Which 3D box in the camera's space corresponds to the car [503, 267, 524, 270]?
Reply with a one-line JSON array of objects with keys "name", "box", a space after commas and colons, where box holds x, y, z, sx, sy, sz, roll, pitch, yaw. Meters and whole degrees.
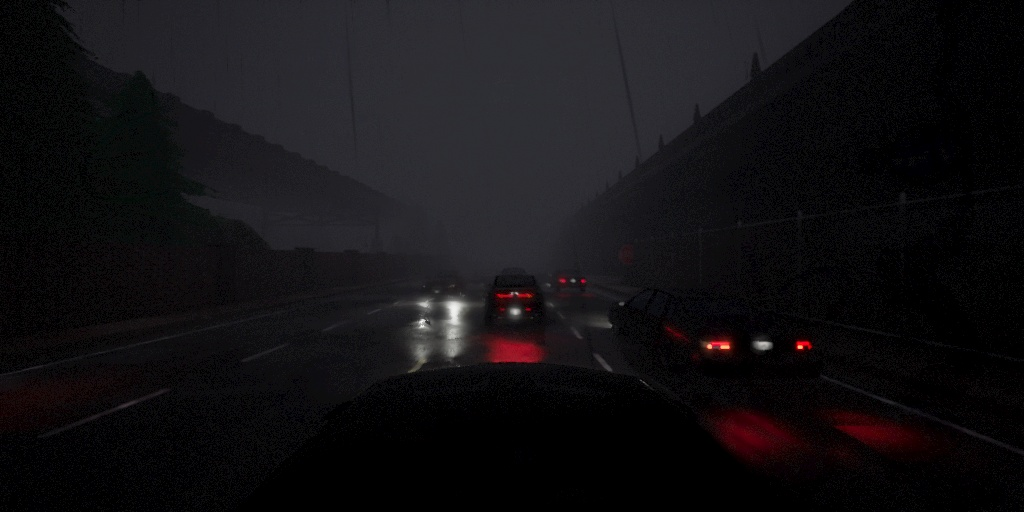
[{"name": "car", "box": [0.098, 1.447, 22.980, 1.882, 1.535, 5.008, 0, -1, 0]}]

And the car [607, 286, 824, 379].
[{"name": "car", "box": [3.591, 1.358, 7.639, 2.033, 1.411, 5.357, 0, -1, 0]}]

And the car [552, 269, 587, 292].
[{"name": "car", "box": [3.598, 1.522, 23.483, 2.033, 1.411, 5.357, 0, -1, 0]}]

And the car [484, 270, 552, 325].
[{"name": "car", "box": [0.096, 1.359, 12.235, 1.837, 1.490, 4.892, 0, -2, 0]}]

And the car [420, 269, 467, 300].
[{"name": "car", "box": [-3.558, 1.457, 19.366, 1.812, 1.442, 4.674, 0, -1, 0]}]
